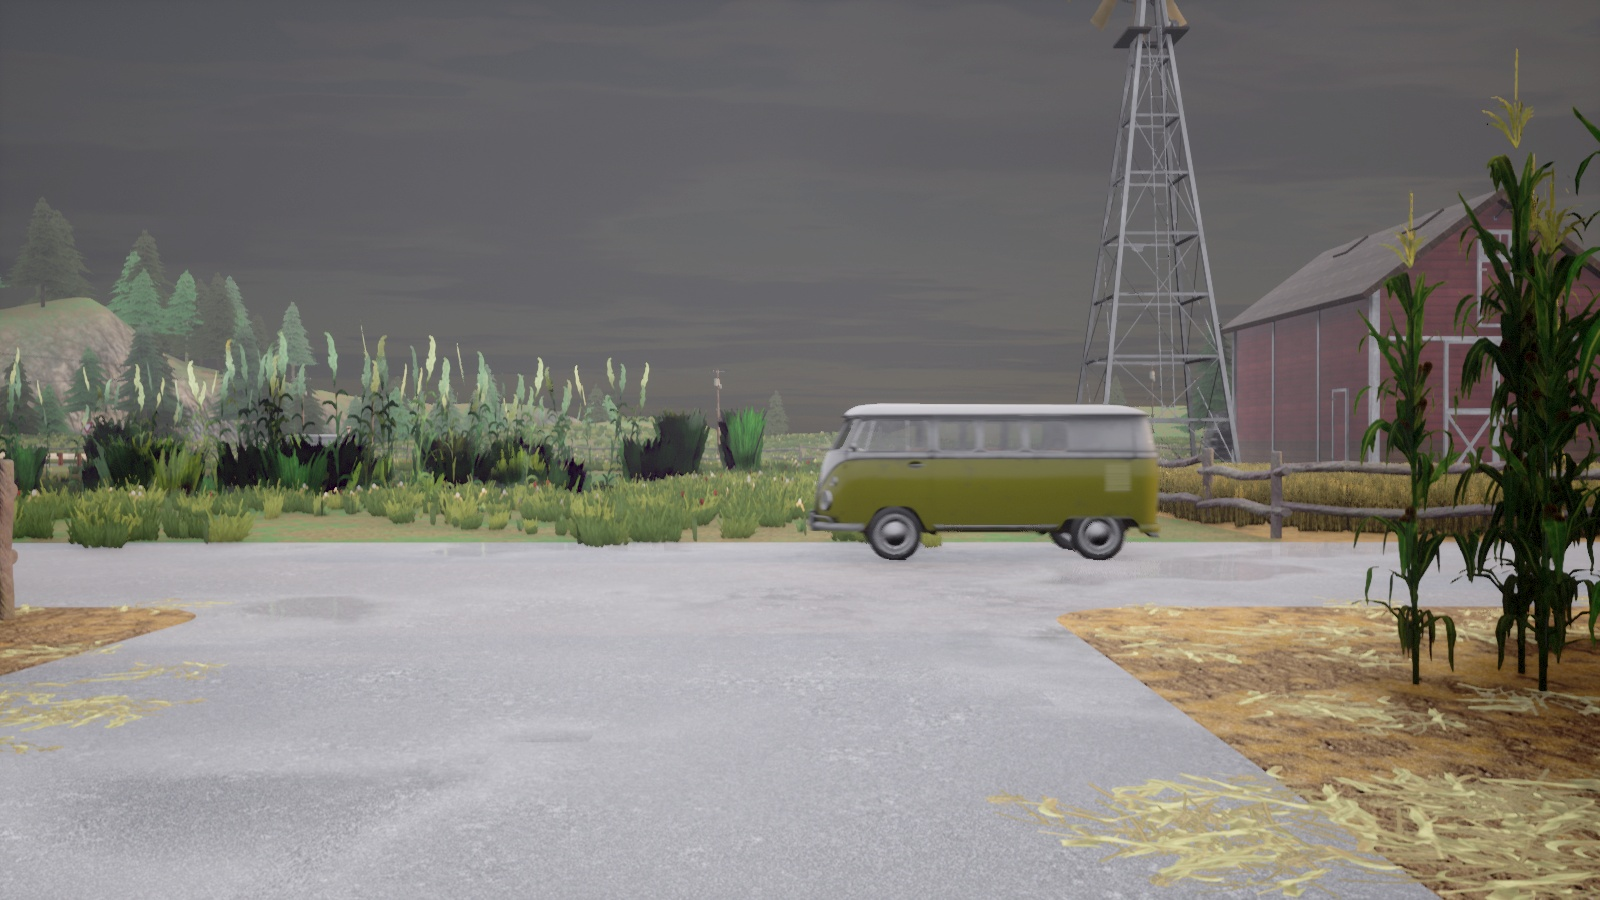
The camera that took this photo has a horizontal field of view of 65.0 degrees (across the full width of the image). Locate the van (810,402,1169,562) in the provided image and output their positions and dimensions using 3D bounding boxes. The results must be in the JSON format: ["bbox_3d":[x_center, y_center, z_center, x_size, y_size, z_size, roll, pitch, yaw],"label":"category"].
[{"bbox_3d":[2.357,0.393,16.463,4.442,1.987,1.775,0,0,0],"label":"van"}]

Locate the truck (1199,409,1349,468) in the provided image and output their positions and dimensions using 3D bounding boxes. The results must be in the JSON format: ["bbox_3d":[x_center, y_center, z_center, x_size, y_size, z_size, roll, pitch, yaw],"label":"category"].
[{"bbox_3d":[28.383,-0.706,75.499,7.936,3.462,2.891,0,0,5],"label":"truck"}]

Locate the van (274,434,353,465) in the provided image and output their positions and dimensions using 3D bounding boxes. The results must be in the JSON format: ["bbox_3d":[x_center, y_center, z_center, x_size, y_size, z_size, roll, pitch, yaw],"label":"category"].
[{"bbox_3d":[-31.611,-0.058,81.609,4.442,1.987,1.775,0,0,6],"label":"van"}]
